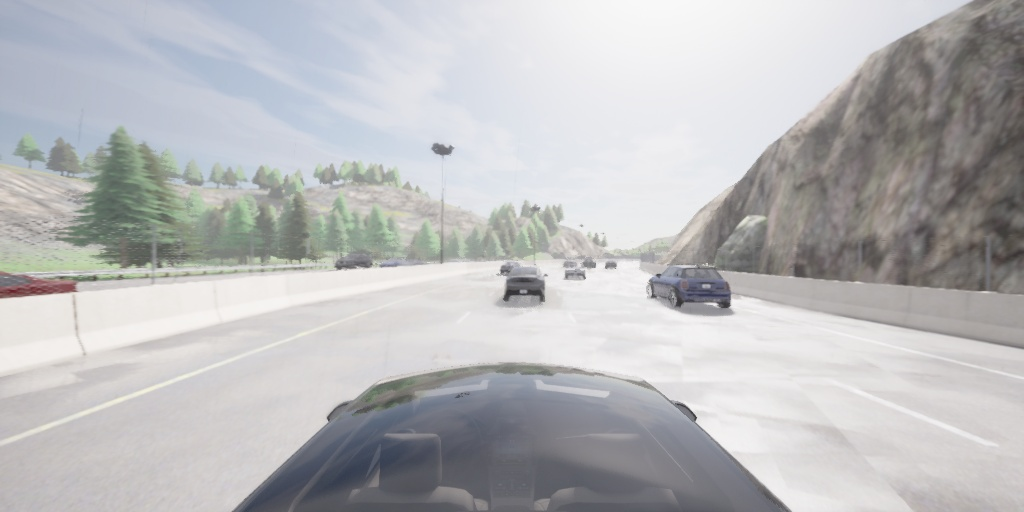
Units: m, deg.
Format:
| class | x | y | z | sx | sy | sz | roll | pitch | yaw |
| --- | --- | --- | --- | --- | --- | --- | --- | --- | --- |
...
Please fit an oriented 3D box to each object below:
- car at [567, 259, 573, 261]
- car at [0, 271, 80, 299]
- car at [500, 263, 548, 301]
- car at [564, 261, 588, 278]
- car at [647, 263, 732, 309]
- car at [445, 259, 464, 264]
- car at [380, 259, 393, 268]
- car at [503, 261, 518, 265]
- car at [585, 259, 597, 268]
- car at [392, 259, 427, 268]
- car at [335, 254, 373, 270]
| class | x | y | z | sx | sy | sz | roll | pitch | yaw |
| --- | --- | --- | --- | --- | --- | --- | --- | --- | --- |
| car | 10.533 | 1.358 | 64.363 | 2.128 | 1.511 | 4.902 | 0 | 0 | 19 |
| car | -13.947 | 1.075 | 8.598 | 1.882 | 1.535 | 5.008 | 1 | 0 | 2 |
| car | 0.704 | 1.262 | 17.504 | 1.837 | 1.490 | 4.892 | 0 | 0 | 5 |
| car | 6.170 | 1.419 | 34.813 | 1.895 | 1.301 | 4.718 | 1 | 0 | 11 |
| car | 7.614 | 1.185 | 15.876 | 2.097 | 1.767 | 4.553 | 1 | 0 | 4 |
| car | -8.205 | 1.187 | 50.675 | 1.812 | 1.442 | 4.674 | 1 | 0 | 14 |
| car | -15.894 | 1.102 | 48.501 | 1.812 | 1.442 | 4.674 | 1 | 0 | 13 |
| car | 0.068 | 1.299 | 40.643 | 2.033 | 1.411 | 5.357 | 1 | 0 | 13 |
| car | 13.816 | 1.255 | 63.377 | 2.097 | 1.767 | 4.553 | 1 | 0 | 20 |
| car | -12.811 | 1.158 | 46.376 | 2.033 | 1.411 | 5.357 | 1 | 0 | 13 |
| car | -20.063 | 0.752 | 45.899 | 2.150 | 2.045 | 5.566 | 1 | 0 | 12 |
